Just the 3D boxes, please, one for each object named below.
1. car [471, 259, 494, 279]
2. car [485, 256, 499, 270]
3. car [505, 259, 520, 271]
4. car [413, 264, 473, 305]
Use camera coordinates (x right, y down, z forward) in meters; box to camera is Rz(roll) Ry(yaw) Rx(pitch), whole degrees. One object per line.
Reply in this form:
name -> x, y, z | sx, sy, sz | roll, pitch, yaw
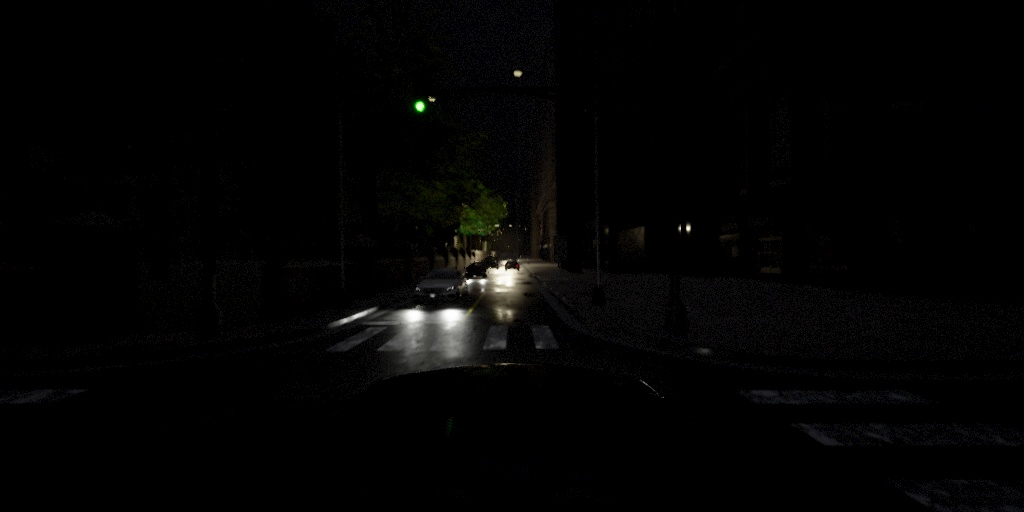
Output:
car -> -3.076, 1.265, 32.344 | 2.033, 1.411, 5.357 | -1, 0, 0
car -> -2.972, 1.009, 50.990 | 2.150, 2.045, 5.566 | -1, 0, 0
car -> 0.026, 1.248, 45.600 | 1.895, 1.301, 4.718 | -1, 0, 0
car -> -3.101, 1.271, 16.343 | 1.812, 1.442, 4.674 | -1, 0, 0
